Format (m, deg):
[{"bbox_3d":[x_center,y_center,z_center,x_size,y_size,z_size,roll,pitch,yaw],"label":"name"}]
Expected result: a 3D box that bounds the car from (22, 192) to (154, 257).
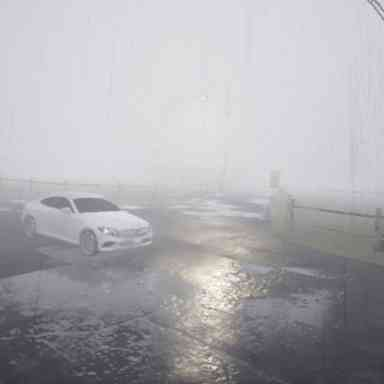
[{"bbox_3d":[-3.173,0.758,9.667,4.674,1.442,1.812,5,3,37],"label":"car"}]
